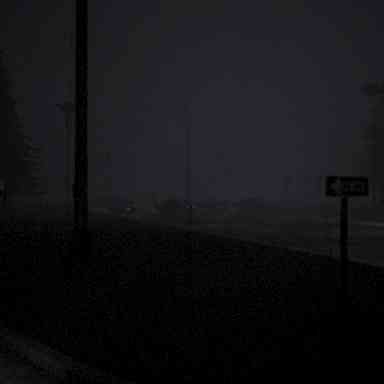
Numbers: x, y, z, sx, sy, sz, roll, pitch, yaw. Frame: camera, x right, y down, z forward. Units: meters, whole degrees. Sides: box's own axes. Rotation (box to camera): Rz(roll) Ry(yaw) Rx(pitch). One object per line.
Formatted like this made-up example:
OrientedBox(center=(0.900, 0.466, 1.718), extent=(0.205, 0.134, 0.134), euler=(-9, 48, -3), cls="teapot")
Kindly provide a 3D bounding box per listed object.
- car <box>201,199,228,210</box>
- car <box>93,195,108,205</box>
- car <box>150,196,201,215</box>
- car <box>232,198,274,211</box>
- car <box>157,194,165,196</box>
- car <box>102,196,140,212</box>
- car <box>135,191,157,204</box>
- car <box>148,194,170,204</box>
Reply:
OrientedBox(center=(2.098, 1.428, 39.325), extent=(1.895, 1.301, 4.718), euler=(0, 0, -32), cls="car")
OrientedBox(center=(-13.930, 1.192, 51.580), extent=(1.837, 1.490, 4.892), euler=(0, 0, -32), cls="car")
OrientedBox(center=(-1.718, 1.388, 32.263), extent=(2.033, 1.411, 5.357), euler=(0, 0, -32), cls="car")
OrientedBox(center=(6.910, 1.405, 38.267), extent=(2.033, 1.411, 5.357), euler=(0, 0, -32), cls="car")
OrientedBox(center=(-2.103, 1.331, 39.397), extent=(1.812, 1.442, 4.674), euler=(0, 0, -32), cls="car")
OrientedBox(center=(-7.498, 1.400, 34.855), extent=(1.895, 1.301, 4.718), euler=(0, 0, -32), cls="car")
OrientedBox(center=(-7.712, 0.926, 54.850), extent=(2.150, 2.045, 5.566), euler=(0, 0, -32), cls="car")
OrientedBox(center=(-5.905, 1.174, 58.541), extent=(1.882, 1.535, 5.008), euler=(0, 0, -32), cls="car")
